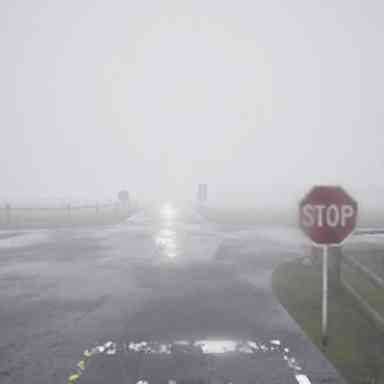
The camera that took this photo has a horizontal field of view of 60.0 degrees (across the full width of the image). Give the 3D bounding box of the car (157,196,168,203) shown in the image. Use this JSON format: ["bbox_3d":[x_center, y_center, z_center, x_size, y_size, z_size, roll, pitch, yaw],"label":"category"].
[{"bbox_3d":[-5.951,1.480,66.854,1.812,1.442,4.674,0,0,-5],"label":"car"}]
